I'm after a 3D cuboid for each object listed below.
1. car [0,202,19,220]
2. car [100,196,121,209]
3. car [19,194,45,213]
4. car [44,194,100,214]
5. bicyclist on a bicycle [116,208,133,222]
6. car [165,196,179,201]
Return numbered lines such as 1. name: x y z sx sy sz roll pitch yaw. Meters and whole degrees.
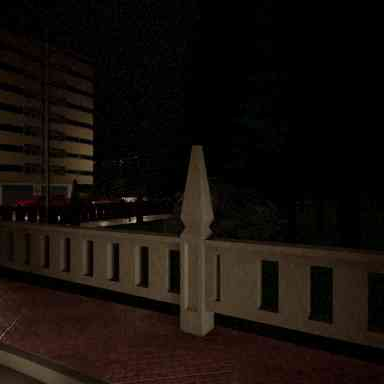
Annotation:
1. car: -16.529 1.547 25.641 2.128 1.511 4.902 0 0 29
2. car: -10.788 1.409 43.217 2.097 1.767 4.553 0 0 29
3. car: -15.532 1.277 34.668 2.150 2.045 5.566 0 0 29
4. car: -12.071 1.407 33.699 2.097 1.767 4.553 0 0 29
5. bicyclist on a bicycle: -4.880 1.356 24.007 1.656 1.620 0.582 0 0 29
6. car: -3.321 1.387 56.520 2.128 1.511 4.902 0 0 29
